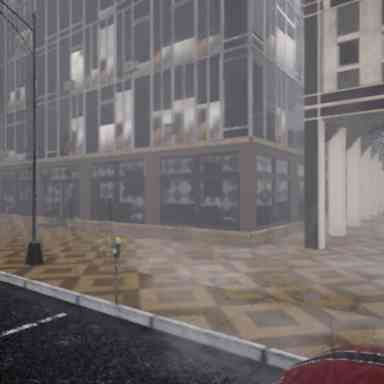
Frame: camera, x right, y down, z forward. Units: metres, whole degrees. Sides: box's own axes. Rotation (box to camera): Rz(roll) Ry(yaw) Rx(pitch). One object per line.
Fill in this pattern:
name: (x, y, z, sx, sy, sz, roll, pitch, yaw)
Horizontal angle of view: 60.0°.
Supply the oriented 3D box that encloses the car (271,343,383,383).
car: (2.100, 1.437, 1.377, 4.097, 1.590, 1.967, 0, 0, 36)
